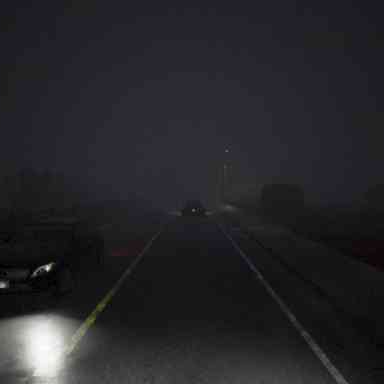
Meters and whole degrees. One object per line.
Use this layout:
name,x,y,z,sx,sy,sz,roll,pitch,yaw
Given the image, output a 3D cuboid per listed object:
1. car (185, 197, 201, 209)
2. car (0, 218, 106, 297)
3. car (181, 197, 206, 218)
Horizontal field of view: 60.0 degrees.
car,0.098,1.272,41.129,1.895,1.301,4.718,0,0,0
car,-3.544,1.456,8.554,1.812,1.442,4.674,0,0,0
car,0.101,1.344,27.524,1.994,1.385,4.181,0,0,0
